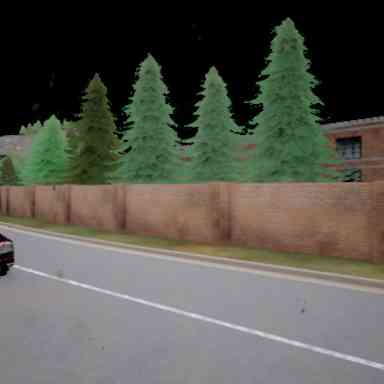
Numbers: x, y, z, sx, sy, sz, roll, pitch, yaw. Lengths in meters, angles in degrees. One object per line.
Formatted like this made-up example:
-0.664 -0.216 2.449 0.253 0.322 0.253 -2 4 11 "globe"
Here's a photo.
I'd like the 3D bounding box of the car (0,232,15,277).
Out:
-6.550 1.431 8.885 4.902 1.511 2.128 0 0 38 "car"
